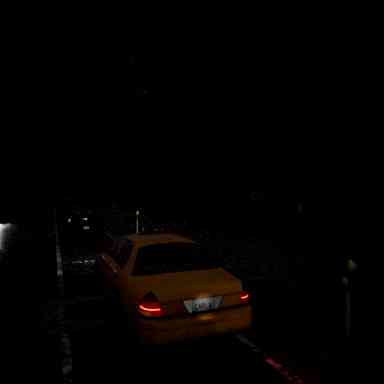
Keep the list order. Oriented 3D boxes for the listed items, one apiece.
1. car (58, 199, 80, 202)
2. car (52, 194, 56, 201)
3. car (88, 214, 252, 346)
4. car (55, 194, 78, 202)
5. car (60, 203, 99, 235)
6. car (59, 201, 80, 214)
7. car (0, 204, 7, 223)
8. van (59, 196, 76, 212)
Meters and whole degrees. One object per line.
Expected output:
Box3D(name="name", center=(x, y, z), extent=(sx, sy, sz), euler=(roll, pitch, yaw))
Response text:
Box3D(name="car", center=(-10.387, 1.567, 28.868), extent=(1.947, 1.339, 4.313), euler=(0, 0, -23))
Box3D(name="car", center=(-31.802, 1.469, 79.461), extent=(1.967, 1.590, 4.097), euler=(0, 0, -24))
Box3D(name="car", center=(-0.841, 1.457, 6.743), extent=(1.801, 1.575, 5.366), euler=(0, 0, -23))
Box3D(name="car", center=(-12.514, 1.316, 33.967), extent=(2.192, 1.841, 5.009), euler=(0, 0, -23))
Box3D(name="car", center=(-6.134, 1.551, 18.673), extent=(2.008, 1.369, 4.403), euler=(0, 0, -23))
Box3D(name="car", center=(-8.260, 1.551, 23.771), extent=(2.008, 1.369, 4.403), euler=(0, 0, -23))
Box3D(name="car", center=(-15.349, 1.526, 25.303), extent=(1.812, 1.442, 4.674), euler=(0, 0, -23))
Box3D(name="van", center=(-14.640, 1.342, 39.064), extent=(1.690, 1.788, 3.998), euler=(0, 0, -23))
